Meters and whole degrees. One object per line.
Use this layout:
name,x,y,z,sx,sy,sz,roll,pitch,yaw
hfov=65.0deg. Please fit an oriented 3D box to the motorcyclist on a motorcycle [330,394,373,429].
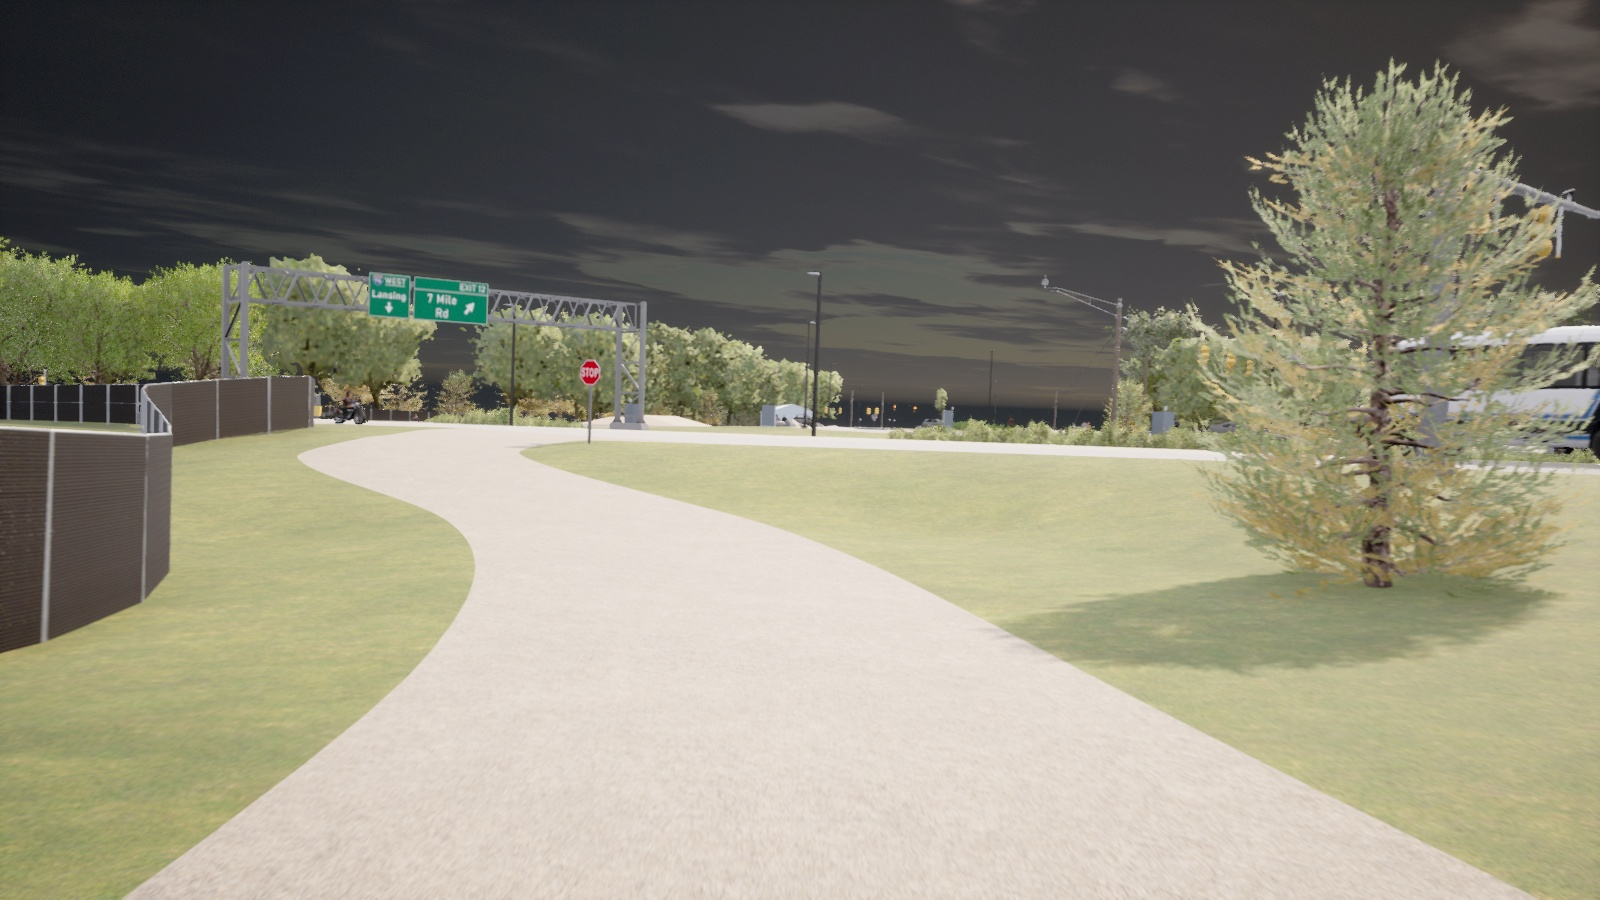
motorcyclist on a motorcycle,-21.487,-1.838,60.087,2.350,1.649,0.766,1,2,37

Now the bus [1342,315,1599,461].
bus,23.166,-1.895,39.690,3.944,4.253,10.273,-1,2,-44
